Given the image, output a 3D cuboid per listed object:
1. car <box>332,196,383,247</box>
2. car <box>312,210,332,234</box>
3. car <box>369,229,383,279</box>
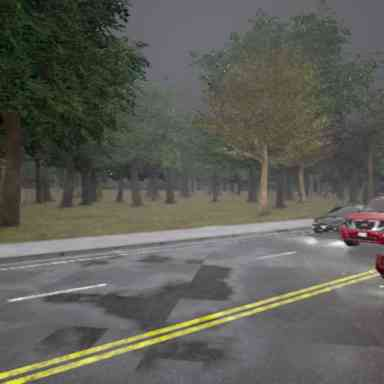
[{"bbox_3d":[8.440,1.184,13.689,5.566,2.045,2.150,0,0,-35],"label":"car"},{"bbox_3d":[8.379,1.463,17.636,4.892,1.490,1.837,0,0,-35],"label":"car"},{"bbox_3d":[6.515,1.575,8.082,4.718,1.301,1.895,0,0,-35],"label":"car"}]
